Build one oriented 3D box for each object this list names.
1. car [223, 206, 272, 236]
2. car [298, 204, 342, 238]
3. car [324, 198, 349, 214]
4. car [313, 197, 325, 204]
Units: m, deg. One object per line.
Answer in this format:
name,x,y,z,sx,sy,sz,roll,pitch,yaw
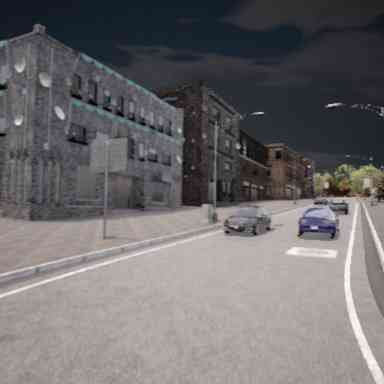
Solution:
car,3.339,1.585,19.324,1.837,1.490,4.892,0,0,27
car,7.046,1.596,18.429,1.812,1.442,4.674,0,0,26
car,16.126,1.553,36.589,2.128,1.511,4.902,0,0,27
car,21.444,1.554,55.323,2.033,1.411,5.357,0,0,27
